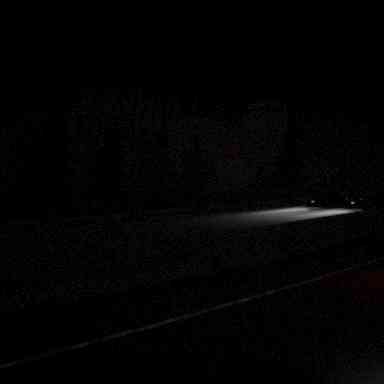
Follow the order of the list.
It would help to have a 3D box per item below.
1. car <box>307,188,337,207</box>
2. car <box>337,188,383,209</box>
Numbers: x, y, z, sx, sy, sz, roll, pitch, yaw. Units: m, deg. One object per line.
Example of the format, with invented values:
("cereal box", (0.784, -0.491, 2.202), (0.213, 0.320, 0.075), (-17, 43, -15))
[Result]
("car", (12.330, 0.457, 29.866), (4.902, 1.511, 2.128), (-3, 2, -35))
("car", (14.362, 0.458, 27.016), (4.902, 1.511, 2.128), (-3, 2, -35))
